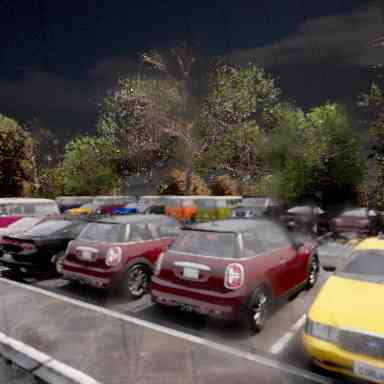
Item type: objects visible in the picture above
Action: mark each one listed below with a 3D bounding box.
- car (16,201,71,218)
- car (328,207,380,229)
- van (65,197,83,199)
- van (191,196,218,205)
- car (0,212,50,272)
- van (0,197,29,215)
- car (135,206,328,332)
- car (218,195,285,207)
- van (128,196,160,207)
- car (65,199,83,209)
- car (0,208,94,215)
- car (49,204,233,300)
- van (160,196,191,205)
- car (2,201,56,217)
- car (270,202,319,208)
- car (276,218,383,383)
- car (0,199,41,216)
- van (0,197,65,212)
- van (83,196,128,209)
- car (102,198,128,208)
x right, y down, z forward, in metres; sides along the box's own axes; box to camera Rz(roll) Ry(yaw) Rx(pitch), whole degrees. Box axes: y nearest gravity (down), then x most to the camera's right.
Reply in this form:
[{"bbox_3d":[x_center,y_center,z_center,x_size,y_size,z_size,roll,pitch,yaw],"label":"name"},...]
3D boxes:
[{"bbox_3d":[-15.822,1.783,35.616,2.097,1.535,5.008,-1,-1,36],"label":"car"},{"bbox_3d":[8.943,1.543,17.899,2.002,1.452,4.674,0,0,36],"label":"car"},{"bbox_3d":[-11.249,1.463,32.494,1.878,1.987,4.442,-1,-1,36],"label":"van"},{"bbox_3d":[2.151,1.286,22.905,1.878,1.987,4.442,0,0,36],"label":"van"},{"bbox_3d":[-3.284,1.509,10.561,2.097,1.535,5.008,0,0,36],"label":"car"},{"bbox_3d":[-22.513,1.700,40.553,1.878,1.987,4.442,-1,-1,36],"label":"van"},{"bbox_3d":[1.217,1.378,7.309,2.185,1.767,4.553,0,0,36],"label":"car"},{"bbox_3d":[4.320,1.258,21.175,2.435,2.045,5.566,0,0,36],"label":"car"},{"bbox_3d":[-2.497,1.292,25.944,1.878,1.987,4.442,-1,0,36],"label":"van"},{"bbox_3d":[-9.168,1.639,30.634,1.946,1.575,5.366,-1,-1,36],"label":"car"},{"bbox_3d":[-5.537,1.552,12.183,2.002,1.452,4.674,0,0,36],"label":"car"},{"bbox_3d":[-1.041,1.381,8.924,2.185,1.767,4.553,0,0,36],"label":"car"},{"bbox_3d":[0.000,1.289,24.444,1.878,1.987,4.442,0,0,36],"label":"van"},{"bbox_3d":[-18.177,1.833,37.301,2.097,1.535,5.008,-1,-1,36],"label":"car"},{"bbox_3d":[6.688,1.506,19.509,2.097,1.535,5.008,0,0,36],"label":"car"},{"bbox_3d":[3.385,1.498,5.568,1.946,1.575,5.366,0,0,36],"label":"car"},{"bbox_3d":[-20.345,1.753,38.820,2.185,1.767,4.553,-1,-1,36],"label":"car"},{"bbox_3d":[-7.864,1.289,13.701,1.878,1.987,4.442,0,0,36],"label":"van"},{"bbox_3d":[-6.881,1.368,29.081,1.878,1.987,4.442,-1,-1,36],"label":"van"},{"bbox_3d":[-4.554,1.547,27.566,2.097,1.535,5.008,-1,-1,36],"label":"car"}]
